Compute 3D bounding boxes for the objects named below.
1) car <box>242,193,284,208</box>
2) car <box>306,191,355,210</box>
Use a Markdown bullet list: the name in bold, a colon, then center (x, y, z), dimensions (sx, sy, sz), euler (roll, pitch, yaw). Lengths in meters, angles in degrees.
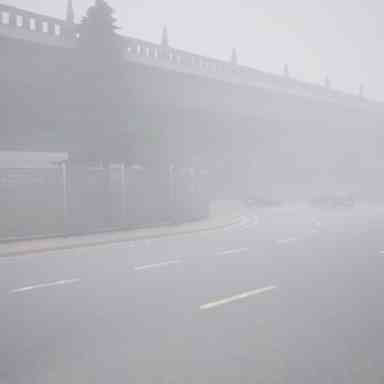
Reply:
- **car**: center (6.951, 0.783, 33.483), dimensions (2.033, 1.411, 5.357), euler (-2, 1, -21)
- **car**: center (12.076, 0.659, 29.394), dimensions (1.882, 1.535, 5.008), euler (-1, 1, -13)
